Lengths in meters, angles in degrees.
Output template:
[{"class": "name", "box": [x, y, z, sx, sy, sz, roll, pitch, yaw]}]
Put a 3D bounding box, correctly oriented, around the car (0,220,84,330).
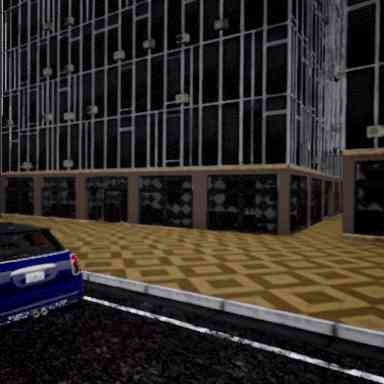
[{"class": "car", "box": [-4.236, 1.363, 6.437, 4.553, 1.767, 2.097, 0, 0, 34]}]
